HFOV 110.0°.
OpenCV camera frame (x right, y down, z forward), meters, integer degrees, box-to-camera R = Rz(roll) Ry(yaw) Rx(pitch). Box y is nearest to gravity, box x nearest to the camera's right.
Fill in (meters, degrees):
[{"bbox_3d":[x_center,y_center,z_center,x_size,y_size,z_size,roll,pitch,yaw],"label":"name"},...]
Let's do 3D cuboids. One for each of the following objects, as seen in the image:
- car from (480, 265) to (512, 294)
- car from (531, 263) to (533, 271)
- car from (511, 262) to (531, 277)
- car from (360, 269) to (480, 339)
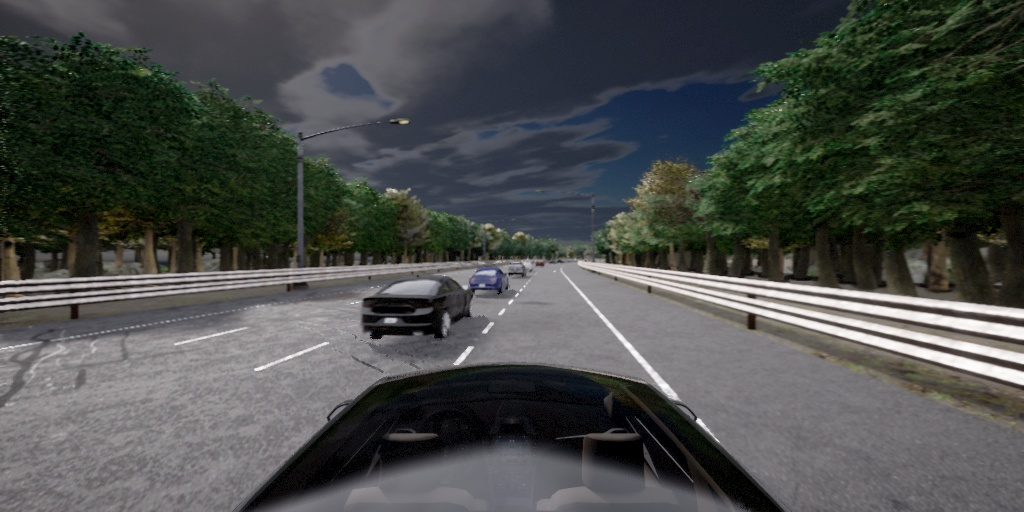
[{"bbox_3d":[-1.317,1.403,21.045,1.812,1.442,4.674,0,0,6],"label":"car"},{"bbox_3d":[2.235,1.584,54.463,1.812,1.442,4.674,0,0,7],"label":"car"},{"bbox_3d":[0.586,1.515,39.284,2.033,1.411,5.357,0,0,6],"label":"car"},{"bbox_3d":[-2.426,1.291,10.389,1.882,1.535,5.008,0,0,6],"label":"car"}]
